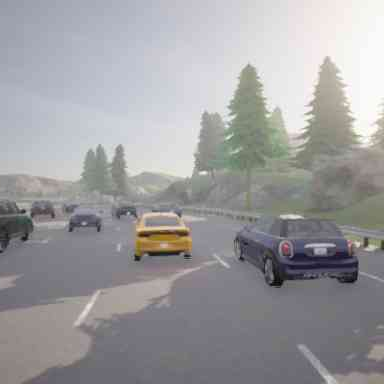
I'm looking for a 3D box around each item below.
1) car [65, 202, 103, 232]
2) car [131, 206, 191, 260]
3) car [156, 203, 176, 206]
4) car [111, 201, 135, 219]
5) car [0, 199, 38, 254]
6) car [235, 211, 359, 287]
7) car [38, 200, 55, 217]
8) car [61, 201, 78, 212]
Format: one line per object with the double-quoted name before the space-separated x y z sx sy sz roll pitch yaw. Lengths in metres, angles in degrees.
"car" -6.711 1.633 21.245 1.812 1.442 4.674 0 0 -14
"car" -1.245 1.524 12.778 1.882 1.535 5.008 0 0 -9
"car" -2.375 1.669 30.438 1.994 1.385 4.181 0 0 -20
"car" -6.444 1.640 31.324 1.837 1.490 4.892 0 0 -22
"car" -8.480 1.319 13.945 2.150 2.045 5.566 0 0 -11
"car" 2.679 1.363 9.636 2.097 1.767 4.553 0 0 -6
"car" -14.745 1.547 32.815 2.097 1.767 4.553 0 0 -25
"car" -14.136 1.735 39.271 1.812 1.442 4.674 0 0 -29
